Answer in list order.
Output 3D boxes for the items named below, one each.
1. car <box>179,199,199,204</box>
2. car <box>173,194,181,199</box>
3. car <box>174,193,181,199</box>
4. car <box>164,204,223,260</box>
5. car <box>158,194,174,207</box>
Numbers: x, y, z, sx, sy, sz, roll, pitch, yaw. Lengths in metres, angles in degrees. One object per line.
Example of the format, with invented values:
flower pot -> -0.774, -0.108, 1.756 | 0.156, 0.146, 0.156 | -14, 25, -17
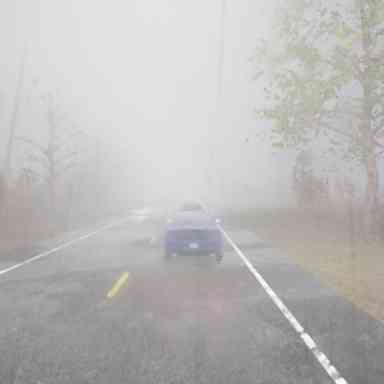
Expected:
car -> 0.000, 1.488, 27.116 | 1.994, 1.385, 4.181 | 0, 0, 0
car -> -3.882, 1.142, 87.017 | 1.895, 1.301, 4.718 | 0, 0, 0
car -> -3.733, 1.051, 79.546 | 2.128, 1.511, 4.902 | 0, 0, -2
car -> 0.057, 1.443, 12.355 | 1.882, 1.535, 5.008 | 0, 0, 0
car -> -3.980, 1.369, 49.555 | 1.812, 1.442, 4.674 | 0, 0, -3
